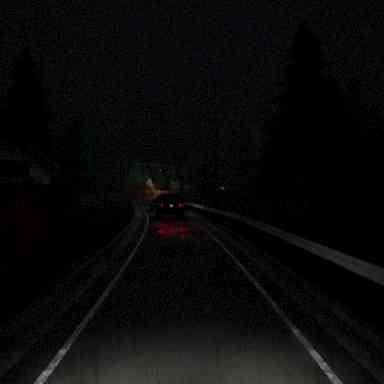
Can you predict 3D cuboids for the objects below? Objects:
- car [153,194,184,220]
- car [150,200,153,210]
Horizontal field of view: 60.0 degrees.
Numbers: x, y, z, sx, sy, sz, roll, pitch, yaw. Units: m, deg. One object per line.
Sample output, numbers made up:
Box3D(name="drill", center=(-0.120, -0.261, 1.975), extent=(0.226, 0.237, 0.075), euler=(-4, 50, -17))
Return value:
Box3D(name="car", center=(-1.920, 1.183, 28.053), extent=(2.150, 2.045, 5.566), euler=(0, 0, -7))
Box3D(name="car", center=(-4.278, 1.511, 42.617), extent=(1.994, 1.385, 4.181), euler=(0, 0, -10))
